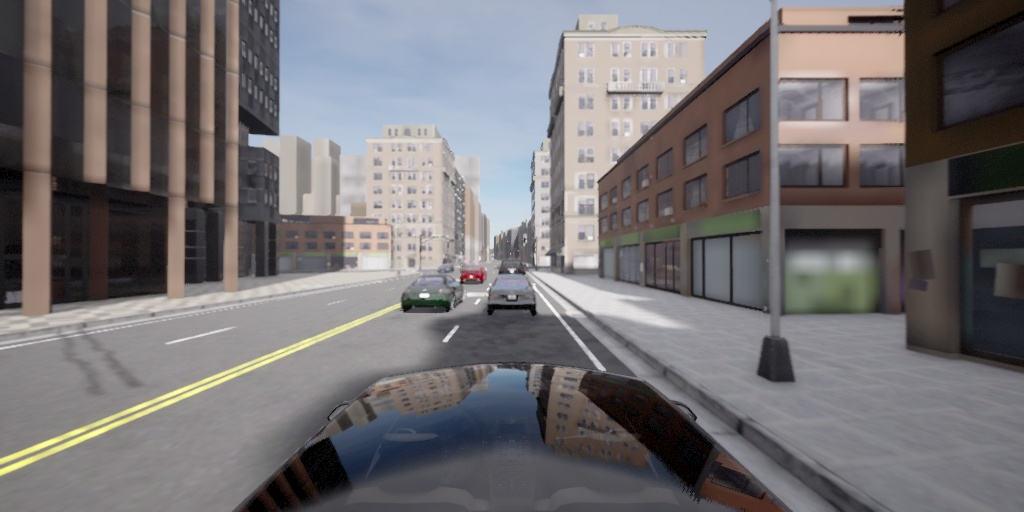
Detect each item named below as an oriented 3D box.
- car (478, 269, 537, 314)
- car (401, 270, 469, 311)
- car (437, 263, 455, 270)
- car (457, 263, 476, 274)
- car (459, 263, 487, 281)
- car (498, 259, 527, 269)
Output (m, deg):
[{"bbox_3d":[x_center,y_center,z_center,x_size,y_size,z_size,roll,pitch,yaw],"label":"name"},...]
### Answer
[{"bbox_3d":[0.007,1.426,14.368,2.033,1.411,5.357,0,-1,0],"label":"car"},{"bbox_3d":[-3.230,1.452,15.294,1.994,1.385,4.181,0,0,1],"label":"car"},{"bbox_3d":[-9.766,1.800,53.355,2.033,1.411,5.357,0,-1,0],"label":"car"},{"bbox_3d":[-6.528,1.736,52.397,2.128,1.511,4.902,0,-1,0],"label":"car"},{"bbox_3d":[-3.226,1.520,31.095,1.882,1.535,5.008,0,0,1],"label":"car"},{"bbox_3d":[0.005,1.251,29.437,2.150,2.045,5.566,0,0,0],"label":"car"}]
